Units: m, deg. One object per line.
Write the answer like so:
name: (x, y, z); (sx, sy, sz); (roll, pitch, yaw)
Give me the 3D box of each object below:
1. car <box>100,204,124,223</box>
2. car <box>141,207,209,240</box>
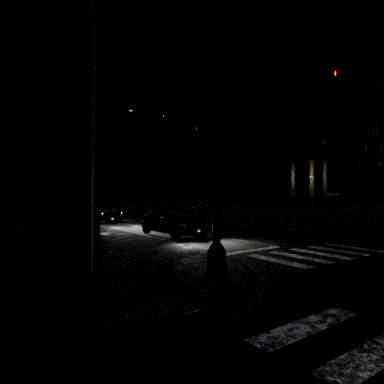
car: (-6.970, 1.608, 25.563); (1.895, 1.301, 4.718); (0, 0, -36)
car: (-1.044, 1.530, 17.353); (1.812, 1.442, 4.674); (0, 0, -36)
